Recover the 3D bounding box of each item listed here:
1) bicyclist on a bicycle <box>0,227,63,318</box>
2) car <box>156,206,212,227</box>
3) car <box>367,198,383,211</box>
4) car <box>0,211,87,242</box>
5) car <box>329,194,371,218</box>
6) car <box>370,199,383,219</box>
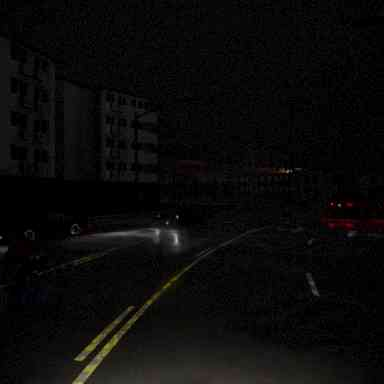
[{"bbox_3d":[-3.082,1.455,5.988,1.656,1.620,0.582,-2,0,10],"label":"bicyclist on a bicycle"},{"bbox_3d":[-0.459,1.631,22.817,1.895,1.301,4.718,0,0,30],"label":"car"},{"bbox_3d":[23.281,1.546,41.601,1.994,1.385,4.181,0,0,22],"label":"car"},{"bbox_3d":[-7.318,1.601,16.100,1.895,1.301,4.718,0,0,21],"label":"car"},{"bbox_3d":[14.490,1.221,30.379,2.150,2.045,5.566,0,0,44],"label":"car"},{"bbox_3d":[17.200,1.491,28.157,2.128,1.511,4.902,0,0,44],"label":"car"}]
